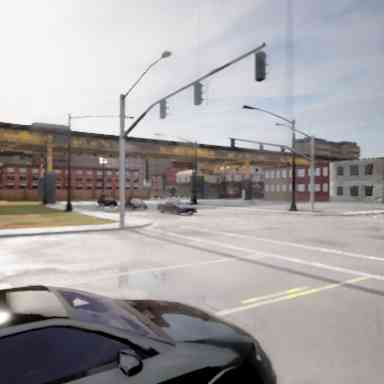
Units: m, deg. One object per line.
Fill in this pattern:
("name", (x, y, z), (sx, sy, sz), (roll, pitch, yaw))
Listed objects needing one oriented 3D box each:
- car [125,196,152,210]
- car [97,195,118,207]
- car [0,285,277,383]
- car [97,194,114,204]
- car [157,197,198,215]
("car", (-7.215, 1.485, 41.795), (1.812, 1.442, 4.674), (0, 0, -33))
("car", (-12.755, 1.483, 50.436), (2.033, 1.411, 5.357), (0, 0, -28))
("car", (-1.242, 1.558, 2.791), (4.181, 1.385, 1.994), (0, 0, -34))
("car", (-15.735, 1.273, 60.527), (2.097, 1.767, 4.553), (0, 0, -3))
("car", (-1.618, 1.530, 33.442), (2.033, 1.411, 5.357), (0, 0, -34))
